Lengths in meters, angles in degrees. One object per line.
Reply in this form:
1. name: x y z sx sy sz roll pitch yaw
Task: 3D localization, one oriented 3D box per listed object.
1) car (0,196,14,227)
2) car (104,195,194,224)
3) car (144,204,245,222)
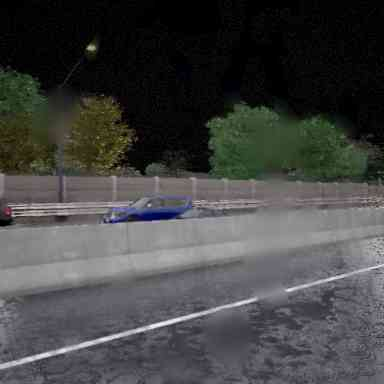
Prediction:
1. car: -12.160 1.222 16.794 5.566 2.045 2.150 0 0 -35
2. car: -2.272 1.226 19.465 5.566 2.045 2.150 0 0 -35
3. car: 0.535 1.547 17.155 5.357 1.411 2.033 0 0 -35
